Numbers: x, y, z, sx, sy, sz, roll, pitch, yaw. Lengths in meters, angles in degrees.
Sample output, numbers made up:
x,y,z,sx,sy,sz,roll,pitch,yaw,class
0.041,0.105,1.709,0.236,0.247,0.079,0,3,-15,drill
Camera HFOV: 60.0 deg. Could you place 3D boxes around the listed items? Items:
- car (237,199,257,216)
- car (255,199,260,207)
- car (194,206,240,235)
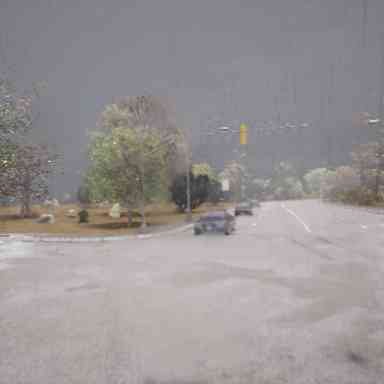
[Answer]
x,y,z,sx,sy,sz,roll,pitch,yaw,class
5.761,1.859,36.788,2.033,1.411,5.357,-2,-1,13,car
12.146,2.136,64.352,1.812,1.442,4.674,-2,-1,13,car
1.457,1.784,20.081,1.994,1.385,4.181,-2,-1,16,car
